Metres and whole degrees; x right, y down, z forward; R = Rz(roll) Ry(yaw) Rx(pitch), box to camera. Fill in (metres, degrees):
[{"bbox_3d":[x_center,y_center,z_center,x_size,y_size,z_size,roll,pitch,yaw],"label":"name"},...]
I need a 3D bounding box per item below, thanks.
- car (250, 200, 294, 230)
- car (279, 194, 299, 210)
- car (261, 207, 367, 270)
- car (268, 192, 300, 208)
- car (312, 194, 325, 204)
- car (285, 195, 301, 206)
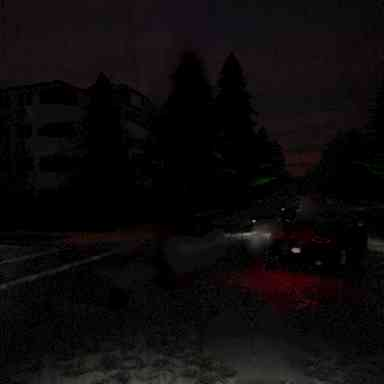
[{"bbox_3d":[4.800,1.436,20.098,2.033,1.411,5.357,-1,0,19],"label":"car"},{"bbox_3d":[11.548,1.102,39.415,2.097,1.767,4.553,-1,0,20],"label":"car"},{"bbox_3d":[4.343,1.394,10.935,1.882,1.535,5.008,0,1,39],"label":"car"},{"bbox_3d":[8.144,1.041,29.695,2.150,2.045,5.566,-1,0,19],"label":"car"},{"bbox_3d":[20.354,1.067,53.510,1.882,1.535,5.008,-1,0,19],"label":"car"},{"bbox_3d":[14.942,1.228,49.075,2.033,1.411,5.357,-1,0,20],"label":"car"}]
